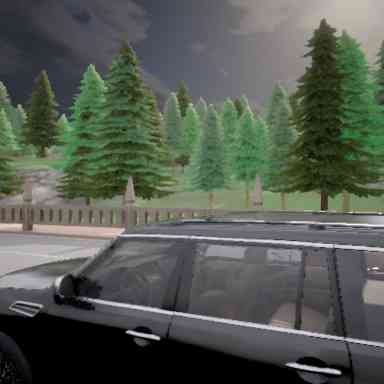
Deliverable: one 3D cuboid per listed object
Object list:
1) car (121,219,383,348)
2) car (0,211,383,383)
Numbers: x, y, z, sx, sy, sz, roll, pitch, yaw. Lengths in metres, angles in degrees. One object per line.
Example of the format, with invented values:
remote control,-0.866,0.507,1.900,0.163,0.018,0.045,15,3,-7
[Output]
car,1.167,1.476,6.663,5.008,1.535,1.882,0,0,27
car,0.230,1.219,3.221,5.566,2.045,2.150,0,0,28
